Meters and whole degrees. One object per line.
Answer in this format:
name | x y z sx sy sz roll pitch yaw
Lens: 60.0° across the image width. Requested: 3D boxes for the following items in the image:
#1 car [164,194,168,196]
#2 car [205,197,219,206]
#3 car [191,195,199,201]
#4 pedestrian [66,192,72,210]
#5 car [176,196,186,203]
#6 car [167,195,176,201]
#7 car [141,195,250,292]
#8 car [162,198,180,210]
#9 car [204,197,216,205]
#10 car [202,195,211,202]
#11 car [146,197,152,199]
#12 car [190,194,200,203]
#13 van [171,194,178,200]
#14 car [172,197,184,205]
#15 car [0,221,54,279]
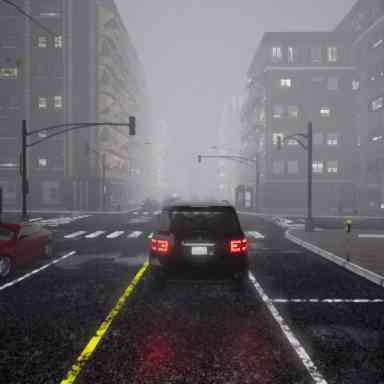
car | -5.063 1.314 70.591 2.192 1.841 5.009 0 0 1
car | 3.164 1.549 53.594 2.008 1.369 4.403 0 0 1
car | 0.744 1.477 82.676 1.882 1.535 5.008 0 0 1
pedestrian | -12.421 0.902 33.456 0.375 1.860 0.375 0 -1 0
car | -2.356 1.522 71.874 1.812 1.442 4.674 0 0 1
car | -4.961 1.525 81.698 1.752 1.417 4.829 0 0 1
car | 0.165 1.221 9.075 2.150 2.045 5.566 0 0 1
car | -2.703 1.562 43.028 1.994 1.385 4.181 0 0 1
car | 3.215 1.543 59.232 1.887 1.381 4.507 0 0 1
car | 3.369 1.439 76.148 1.967 1.590 4.097 0 0 1
car | -5.319 1.438 42.399 1.967 1.590 4.097 0 0 1
car | 0.670 1.354 72.899 2.097 1.767 4.553 0 0 1
van | -4.856 1.340 93.145 1.690 1.788 3.998 0 0 1
car | -2.512 1.563 61.569 1.994 1.385 4.181 0 0 1
car | -5.614 1.581 9.989 1.802 1.307 4.206 0 0 1
